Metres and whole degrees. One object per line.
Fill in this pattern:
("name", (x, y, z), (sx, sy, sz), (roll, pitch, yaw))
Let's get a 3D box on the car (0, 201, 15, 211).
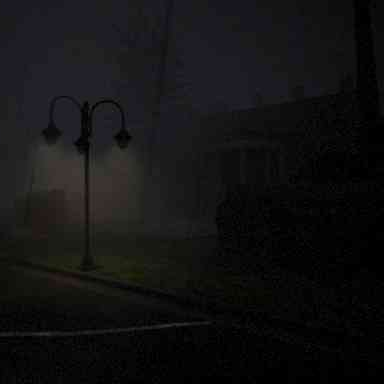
("car", (-24.614, 1.853, 42.734), (1.895, 1.301, 4.718), (-1, 0, 7))
